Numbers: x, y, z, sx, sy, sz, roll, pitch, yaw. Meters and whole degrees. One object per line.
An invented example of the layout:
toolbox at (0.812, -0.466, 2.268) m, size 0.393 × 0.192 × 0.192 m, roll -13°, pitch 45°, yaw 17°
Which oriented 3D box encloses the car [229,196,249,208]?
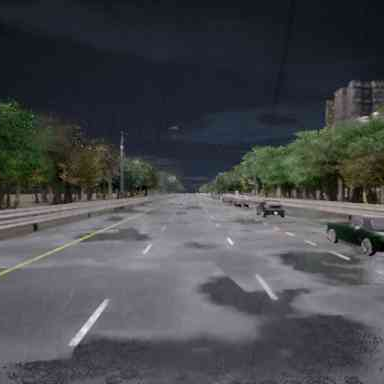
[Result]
car at (7.041, 1.634, 48.578) m, size 1.895 × 1.301 × 4.718 m, roll 0°, pitch 0°, yaw 0°

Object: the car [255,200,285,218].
car at (7.002, 1.519, 30.145) m, size 1.837 × 1.490 × 4.892 m, roll 0°, pitch 0°, yaw 0°

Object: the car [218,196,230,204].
car at (7.117, 1.547, 67.515) m, size 2.128 × 1.511 × 4.902 m, roll 0°, pitch 0°, yaw 0°

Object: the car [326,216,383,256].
car at (6.996, 1.602, 12.989) m, size 1.895 × 1.301 × 4.718 m, roll 0°, pitch 0°, yaw 0°
